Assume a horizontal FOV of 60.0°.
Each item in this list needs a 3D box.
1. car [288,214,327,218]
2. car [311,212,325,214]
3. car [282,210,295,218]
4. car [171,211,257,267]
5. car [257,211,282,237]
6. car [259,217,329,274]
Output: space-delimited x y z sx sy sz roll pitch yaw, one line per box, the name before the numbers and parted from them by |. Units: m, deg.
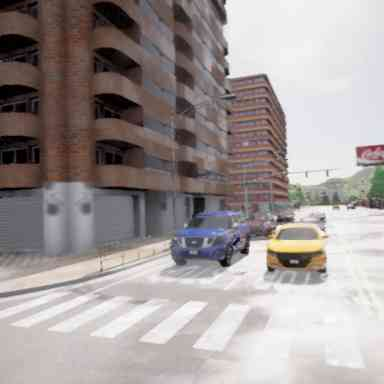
car | 7.552 2.325 21.218 1.994 1.385 4.181 -3 -3 22
car | 14.182 2.888 37.440 1.895 1.301 4.718 -3 -3 22
car | 11.350 2.977 39.752 1.882 1.535 5.008 -3 -3 22
car | 1.072 1.900 14.554 2.150 2.045 5.566 -3 -3 22
car | 4.889 2.337 23.983 2.097 1.767 4.553 -3 -3 22
car | 4.082 1.960 12.632 1.882 1.535 5.008 -3 -3 22
